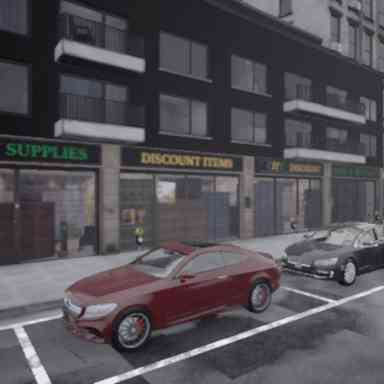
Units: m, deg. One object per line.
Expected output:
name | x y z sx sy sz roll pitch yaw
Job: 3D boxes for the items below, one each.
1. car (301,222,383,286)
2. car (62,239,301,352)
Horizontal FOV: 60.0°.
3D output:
car | 4.347 1.555 9.296 4.403 1.369 2.008 0 0 -36
car | -0.137 1.583 6.093 4.206 1.307 1.802 0 0 -36
